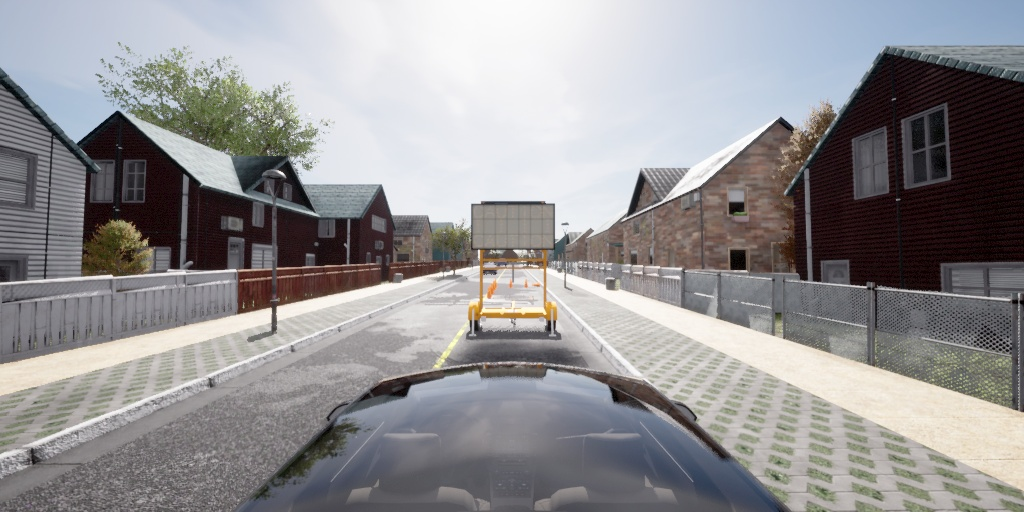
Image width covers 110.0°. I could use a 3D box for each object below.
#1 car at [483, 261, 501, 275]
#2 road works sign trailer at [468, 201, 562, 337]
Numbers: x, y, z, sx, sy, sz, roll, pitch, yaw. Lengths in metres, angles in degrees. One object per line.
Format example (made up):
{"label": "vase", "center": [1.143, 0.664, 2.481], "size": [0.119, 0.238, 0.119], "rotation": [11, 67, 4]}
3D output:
{"label": "car", "center": [-2.685, 1.456, 42.089], "size": [2.033, 1.411, 5.357], "rotation": [0, 0, 0]}
{"label": "road works sign trailer", "center": [0.033, 0.226, 10.369], "size": [2.380, 3.560, 2.880], "rotation": [0, 0, 1]}
